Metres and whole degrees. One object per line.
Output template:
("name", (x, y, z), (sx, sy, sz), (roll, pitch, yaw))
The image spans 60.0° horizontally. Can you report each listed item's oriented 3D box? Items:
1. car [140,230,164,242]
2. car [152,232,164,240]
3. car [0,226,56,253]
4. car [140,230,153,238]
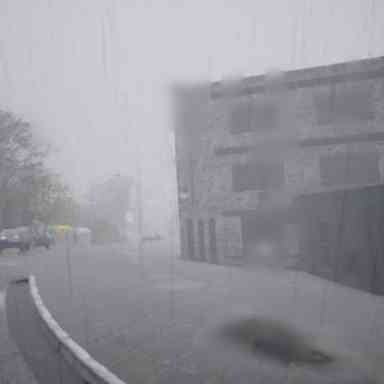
("car", (-5.633, 6.184, 46.467), (2.033, 1.411, 5.357), (-4, -8, 4))
("car", (-6.540, 8.446, 63.822), (1.994, 1.385, 4.181), (-3, -6, -9))
("car", (-9.702, 2.733, 19.358), (2.033, 1.411, 5.357), (-3, -8, -4))
("car", (-11.068, 10.083, 80.309), (2.097, 1.767, 4.553), (-2, -4, -20))
